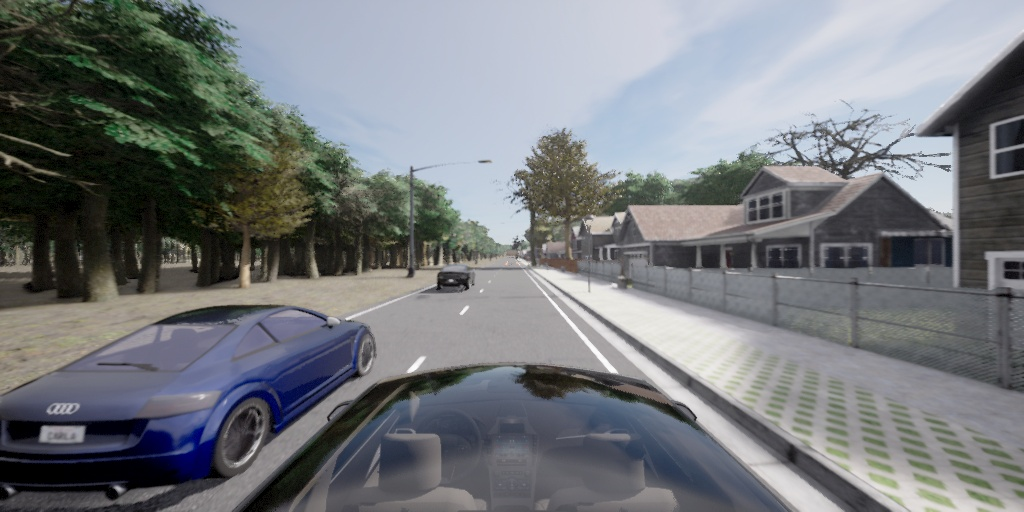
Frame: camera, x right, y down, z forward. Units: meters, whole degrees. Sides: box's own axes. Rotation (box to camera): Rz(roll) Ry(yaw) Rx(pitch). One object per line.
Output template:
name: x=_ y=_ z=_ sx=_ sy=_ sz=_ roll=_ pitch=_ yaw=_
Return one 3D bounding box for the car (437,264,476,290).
car: x=-3.398 y=1.232 z=22.457 sx=1.882 sy=1.535 sz=5.008 roll=0 pitch=0 yaw=0

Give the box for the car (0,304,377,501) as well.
car: x=-3.397 y=1.314 z=4.716 sx=1.994 sy=1.385 sz=4.181 roll=0 pitch=0 yaw=0
